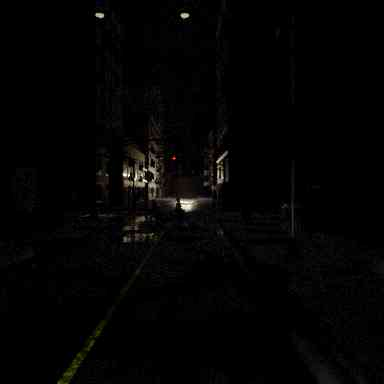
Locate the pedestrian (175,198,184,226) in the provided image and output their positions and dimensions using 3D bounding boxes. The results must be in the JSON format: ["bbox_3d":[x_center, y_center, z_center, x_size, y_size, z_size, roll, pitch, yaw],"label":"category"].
[{"bbox_3d":[-0.820,1.280,21.793,0.375,1.860,0.375,0,0,0],"label":"pedestrian"}]

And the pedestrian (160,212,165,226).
[{"bbox_3d":[-2.171,1.661,22.390,0.500,1.100,0.500,0,0,0],"label":"pedestrian"}]

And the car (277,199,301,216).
[{"bbox_3d":[10.996,1.448,33.466,4.553,1.767,2.097,1,0,0],"label":"car"}]

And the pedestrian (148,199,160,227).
[{"bbox_3d":[-2.429,1.281,21.174,0.375,1.860,0.375,0,0,0],"label":"pedestrian"}]

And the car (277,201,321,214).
[{"bbox_3d":[11.507,1.665,36.042,4.206,1.307,1.802,1,0,0],"label":"car"}]
